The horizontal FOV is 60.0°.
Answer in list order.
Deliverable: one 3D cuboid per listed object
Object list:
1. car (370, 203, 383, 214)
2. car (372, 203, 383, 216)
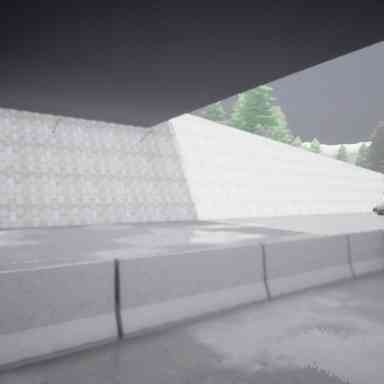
[{"bbox_3d":[25.921,2.127,43.890,5.357,1.411,2.033,1,-1,-35],"label":"car"},{"bbox_3d":[22.696,1.977,37.338,5.008,1.535,1.882,1,-1,-35],"label":"car"}]
